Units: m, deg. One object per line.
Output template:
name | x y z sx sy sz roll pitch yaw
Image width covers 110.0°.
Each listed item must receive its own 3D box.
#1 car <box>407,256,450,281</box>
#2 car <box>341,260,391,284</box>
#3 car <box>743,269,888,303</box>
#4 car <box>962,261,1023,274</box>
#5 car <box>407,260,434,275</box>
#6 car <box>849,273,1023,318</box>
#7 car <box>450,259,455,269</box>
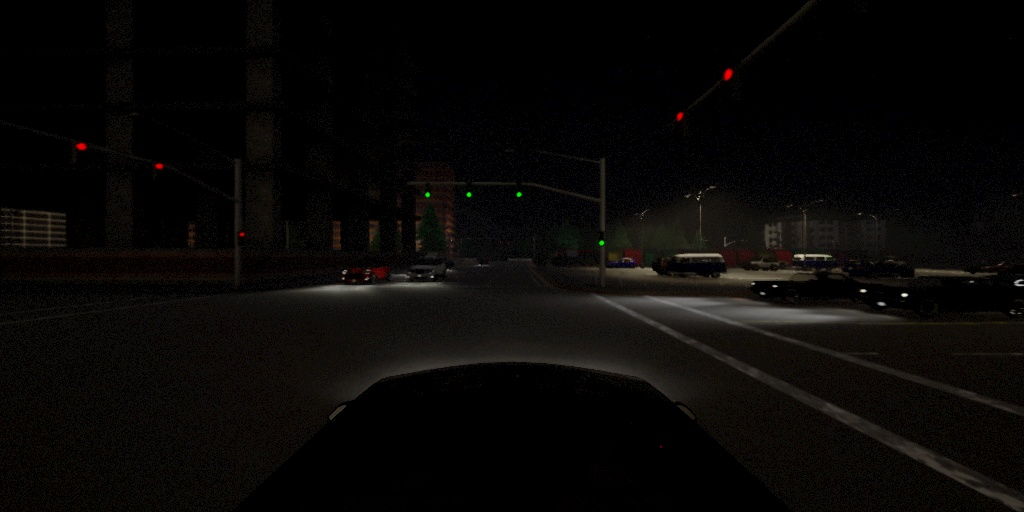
car | -6.893 1.062 29.580 2.150 2.045 5.566 0 1 1
car | -10.578 1.077 26.335 2.097 1.767 4.553 0 0 1
car | 13.552 1.388 16.250 4.718 1.301 1.895 0 0 1
car | 23.675 1.143 16.085 4.553 1.767 2.097 0 0 1
car | -10.336 1.226 40.811 1.837 1.490 4.892 0 0 1
car | 15.318 1.389 12.720 4.718 1.301 1.895 0 0 1
car | -10.108 1.210 55.956 2.128 1.511 4.902 0 0 1
